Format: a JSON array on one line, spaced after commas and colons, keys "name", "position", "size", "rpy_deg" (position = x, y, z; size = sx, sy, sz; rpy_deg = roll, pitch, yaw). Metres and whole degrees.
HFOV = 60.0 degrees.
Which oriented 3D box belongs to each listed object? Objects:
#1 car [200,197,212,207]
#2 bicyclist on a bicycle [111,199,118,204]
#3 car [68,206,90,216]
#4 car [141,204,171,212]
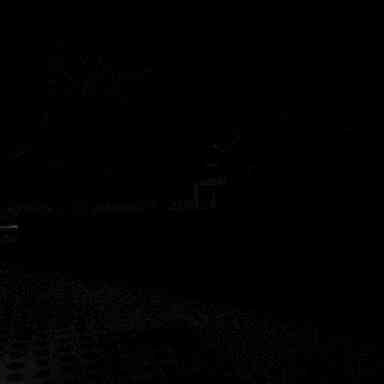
[{"name": "car", "position": [2.202, 1.750, 45.915], "size": [2.150, 2.045, 5.566], "rpy_deg": [-3, -2, 25]}, {"name": "bicyclist on a bicycle", "position": [-5.231, 1.323, 22.498], "size": [1.656, 1.620, 0.582], "rpy_deg": [-3, -2, 24]}, {"name": "car", "position": [-9.268, 1.876, 27.728], "size": [1.994, 1.385, 4.181], "rpy_deg": [-3, -2, 24]}, {"name": "car", "position": [-4.369, 2.093, 38.426], "size": [1.895, 1.301, 4.718], "rpy_deg": [-3, -2, 25]}]
